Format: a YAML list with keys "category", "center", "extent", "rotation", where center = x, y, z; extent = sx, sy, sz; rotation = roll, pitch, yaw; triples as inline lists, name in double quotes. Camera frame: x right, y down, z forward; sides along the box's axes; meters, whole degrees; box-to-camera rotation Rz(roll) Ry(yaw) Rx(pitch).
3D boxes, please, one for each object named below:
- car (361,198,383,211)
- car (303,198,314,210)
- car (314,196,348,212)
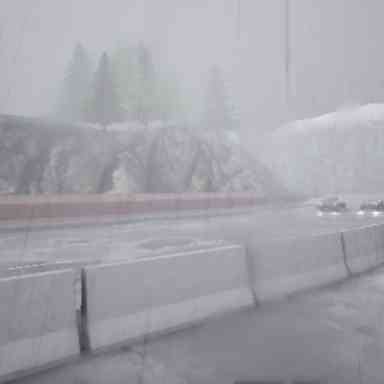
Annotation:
- category: "car"
  center: [20.881, 1.410, 38.388]
  extent: [1.812, 1.442, 4.674]
  rotation: [-1, 0, 39]
- category: "car"
  center: [16.159, 1.525, 43.709]
  extent: [1.812, 1.442, 4.674]
  rotation: [-1, 0, 38]
- category: "car"
  center: [16.236, 1.317, 38.272]
  extent: [2.097, 1.767, 4.553]
  rotation: [-1, -1, 40]
